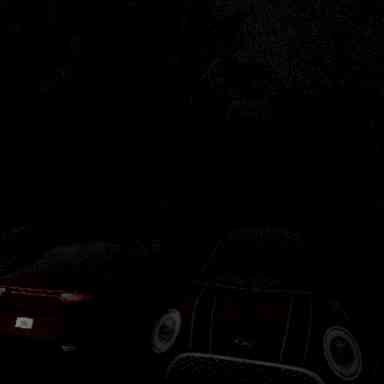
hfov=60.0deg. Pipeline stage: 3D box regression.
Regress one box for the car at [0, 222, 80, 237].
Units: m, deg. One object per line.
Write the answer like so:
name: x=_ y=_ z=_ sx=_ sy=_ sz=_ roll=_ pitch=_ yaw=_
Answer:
car: x=-3.774 y=1.579 z=8.253 sx=2.163 sy=1.488 sz=4.792 roll=0 pitch=-1 yaw=17

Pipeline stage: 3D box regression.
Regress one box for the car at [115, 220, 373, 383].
car: x=1.024 y=1.378 z=4.820 sx=2.185 sy=1.767 sz=4.553 roll=0 pitch=-1 yaw=16

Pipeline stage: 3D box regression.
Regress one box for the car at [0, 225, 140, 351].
car: x=-1.389 y=1.526 z=6.525 sx=2.097 sy=1.535 sz=5.008 roll=0 pitch=-1 yaw=16
